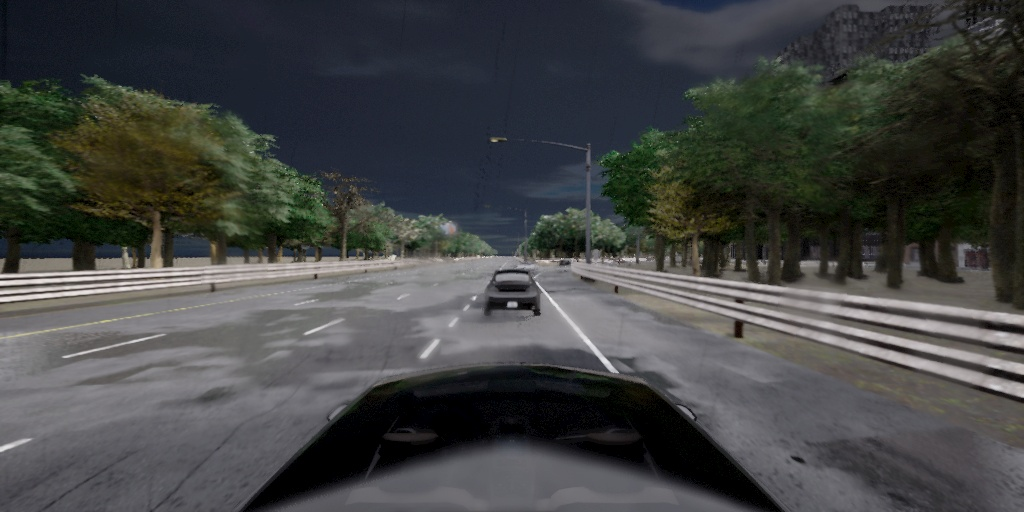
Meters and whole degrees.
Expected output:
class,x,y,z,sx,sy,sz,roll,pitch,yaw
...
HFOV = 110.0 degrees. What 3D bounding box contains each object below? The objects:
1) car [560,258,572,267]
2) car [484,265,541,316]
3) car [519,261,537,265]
class,x,y,z,sx,sy,sz,roll,pitch,yaw
car,10.181,1.117,64.625,1.882,1.535,5.008,0,0,28
car,0.017,1.235,13.334,1.837,1.490,4.892,0,0,0
car,1.936,1.280,42.204,1.895,1.301,4.718,0,0,12
